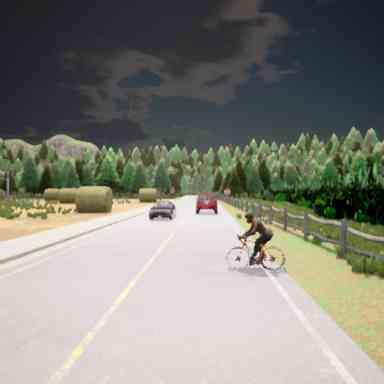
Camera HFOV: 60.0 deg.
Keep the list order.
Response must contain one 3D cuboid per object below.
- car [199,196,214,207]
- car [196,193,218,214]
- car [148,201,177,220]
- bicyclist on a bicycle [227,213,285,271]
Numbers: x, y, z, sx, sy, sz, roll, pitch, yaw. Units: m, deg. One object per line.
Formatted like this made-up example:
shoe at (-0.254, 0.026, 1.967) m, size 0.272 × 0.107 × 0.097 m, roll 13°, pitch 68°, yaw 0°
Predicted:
car at (2.215, 1.386, 49.117) m, size 2.128 × 1.511 × 4.902 m, roll 0°, pitch 0°, yaw 3°
car at (1.562, 1.148, 34.667) m, size 2.150 × 2.045 × 5.566 m, roll 0°, pitch 0°, yaw 3°
car at (-2.312, 1.491, 27.617) m, size 2.033 × 1.411 × 5.357 m, roll 0°, pitch 0°, yaw 3°
bicyclist on a bicycle at (1.794, 1.434, 9.412) m, size 1.656 × 1.620 × 0.582 m, roll 0°, pitch 0°, yaw 3°
